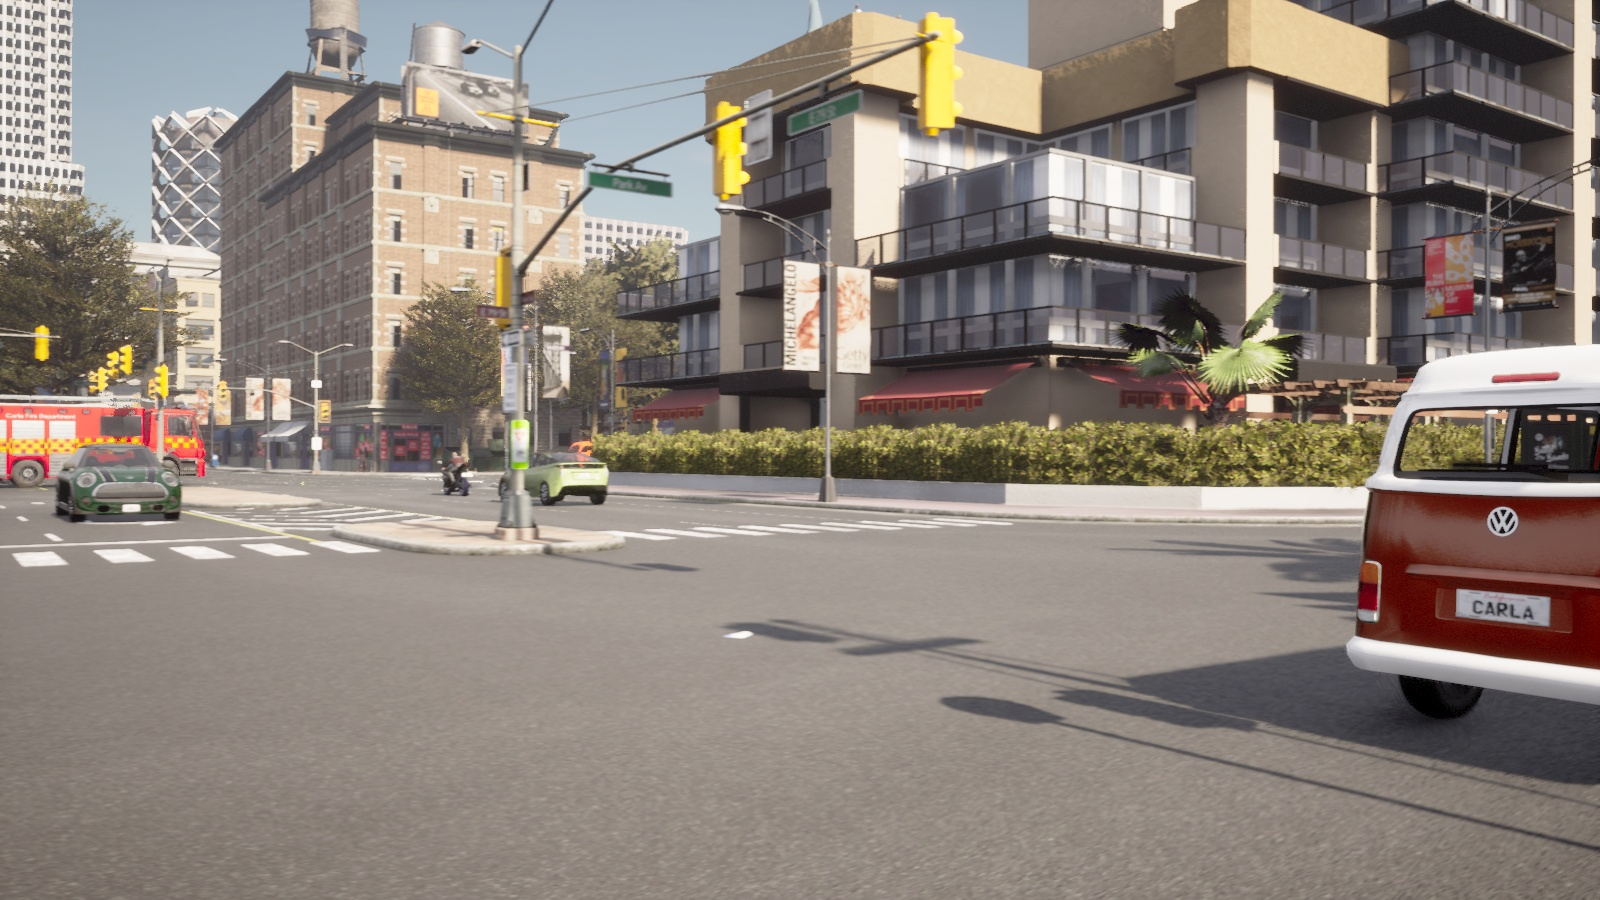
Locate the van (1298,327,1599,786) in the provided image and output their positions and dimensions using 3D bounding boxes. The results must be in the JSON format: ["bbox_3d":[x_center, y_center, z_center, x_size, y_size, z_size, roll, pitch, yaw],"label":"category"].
[{"bbox_3d":[5.127,0.475,7.229,4.480,2.038,2.069,0,0,-35],"label":"van"}]

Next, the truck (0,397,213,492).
[{"bbox_3d":[-29.978,-0.225,53.712,8.468,3.827,2.891,0,0,-36],"label":"truck"}]

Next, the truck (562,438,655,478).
[{"bbox_3d":[-12.111,0.478,79.441,5.204,2.467,2.627,0,0,-36],"label":"truck"}]

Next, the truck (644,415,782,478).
[{"bbox_3d":[-5.459,-0.212,79.907,8.468,3.827,2.891,0,0,-36],"label":"truck"}]

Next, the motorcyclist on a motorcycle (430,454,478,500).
[{"bbox_3d":[-11.883,0.911,43.079,0.866,1.530,2.191,0,0,-35],"label":"motorcyclist on a motorcycle"}]

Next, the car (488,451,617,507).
[{"bbox_3d":[-7.266,0.797,36.563,2.007,1.525,4.514,0,0,-35],"label":"car"}]

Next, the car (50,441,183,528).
[{"bbox_3d":[-15.340,0.705,28.068,2.097,1.767,4.553,0,0,-35],"label":"car"}]
